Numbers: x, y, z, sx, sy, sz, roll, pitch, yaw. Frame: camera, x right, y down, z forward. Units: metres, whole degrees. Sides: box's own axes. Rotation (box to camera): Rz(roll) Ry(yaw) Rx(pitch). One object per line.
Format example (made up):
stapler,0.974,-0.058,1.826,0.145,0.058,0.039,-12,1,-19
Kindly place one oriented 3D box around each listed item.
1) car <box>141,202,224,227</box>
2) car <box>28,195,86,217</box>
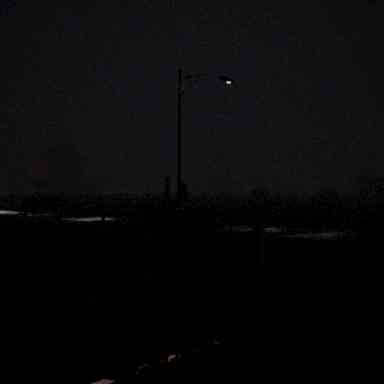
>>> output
car,-0.549,1.227,19.353,4.718,1.301,1.895,1,0,30
car,-10.160,1.009,24.991,5.008,1.535,1.882,1,0,31
